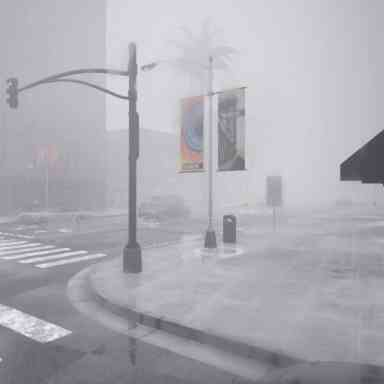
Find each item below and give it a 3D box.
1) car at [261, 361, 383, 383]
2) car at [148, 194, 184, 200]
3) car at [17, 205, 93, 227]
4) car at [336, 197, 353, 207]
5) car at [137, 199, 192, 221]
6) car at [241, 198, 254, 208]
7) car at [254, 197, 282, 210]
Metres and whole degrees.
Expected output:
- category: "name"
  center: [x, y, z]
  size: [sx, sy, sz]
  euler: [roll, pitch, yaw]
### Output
- category: "car"
  center: [2.173, 1.551, 1.296]
  size: [4.403, 1.369, 2.008]
  euler: [0, 0, 36]
- category: "car"
  center: [-2.831, 1.256, 32.220]
  size: [2.150, 2.045, 5.566]
  euler: [0, 0, 35]
- category: "car"
  center: [-9.356, 1.615, 22.989]
  size: [1.895, 1.301, 4.718]
  euler: [0, 0, 35]
- category: "car"
  center: [24.756, 1.620, 54.043]
  size: [2.128, 1.511, 4.902]
  euler: [0, 0, 35]
- category: "car"
  center: [-2.132, 1.579, 27.576]
  size: [2.033, 1.411, 5.357]
  euler: [0, 0, 35]
- category: "car"
  center: [8.949, 1.556, 48.808]
  size: [1.882, 1.535, 5.008]
  euler: [0, 0, 36]
- category: "car"
  center: [10.856, 1.557, 45.893]
  size: [1.882, 1.535, 5.008]
  euler: [0, 0, 36]
